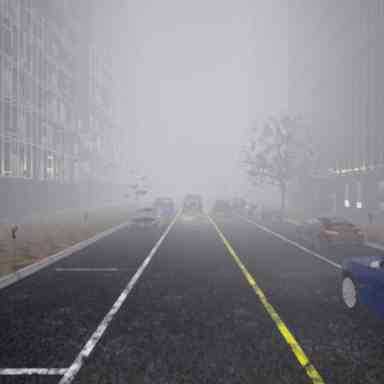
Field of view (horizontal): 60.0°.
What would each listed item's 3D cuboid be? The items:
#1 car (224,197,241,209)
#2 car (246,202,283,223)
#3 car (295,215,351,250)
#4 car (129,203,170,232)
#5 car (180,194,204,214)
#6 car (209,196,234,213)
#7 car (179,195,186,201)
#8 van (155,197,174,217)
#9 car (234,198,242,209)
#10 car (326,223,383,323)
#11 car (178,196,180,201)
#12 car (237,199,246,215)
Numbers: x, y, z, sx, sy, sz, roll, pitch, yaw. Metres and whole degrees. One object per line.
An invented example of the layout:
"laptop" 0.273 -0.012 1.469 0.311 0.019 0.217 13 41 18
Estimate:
"car" 5.824 1.497 48.337 1.967 1.590 4.097 0 0 0
"car" 5.758 1.604 25.568 2.008 1.369 4.403 0 0 0
"car" 5.724 1.623 14.183 1.802 1.307 4.206 0 0 0
"car" -2.640 1.572 19.903 2.008 1.369 4.403 0 0 0
"car" 0.100 1.260 36.710 2.150 2.045 5.566 0 0 0
"car" 3.188 1.526 37.264 1.882 1.535 5.008 0 0 0
"car" -2.440 1.588 88.216 1.802 1.307 4.206 0 0 0
"van" -2.605 1.370 31.289 1.690 1.788 3.998 0 0 0
"car" 5.808 1.497 42.645 1.967 1.590 4.097 0 0 0
"car" 3.907 1.499 4.746 1.882 1.535 5.008 0 0 0
"car" -2.456 1.557 82.523 1.887 1.381 4.507 0 0 0
"car" 5.774 1.607 31.260 2.008 1.369 4.403 0 0 0
